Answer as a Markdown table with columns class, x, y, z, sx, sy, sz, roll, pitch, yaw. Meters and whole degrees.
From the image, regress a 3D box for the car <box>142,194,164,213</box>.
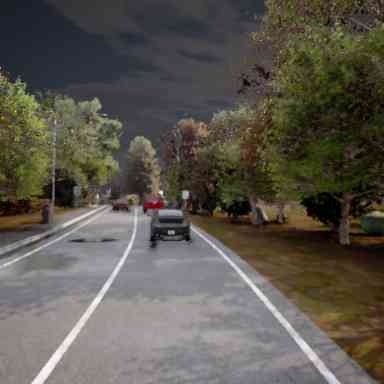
| class | x | y | z | sx | sy | sz | roll | pitch | yaw |
| --- | --- | --- | --- | --- | --- | --- | --- | --- | --- |
| car | -4.336 | 1.249 | 37.113 | 2.150 | 2.045 | 5.566 | 1 | 0 | -10 |

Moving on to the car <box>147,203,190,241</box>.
| class | x | y | z | sx | sy | sz | roll | pitch | yaw |
| --- | --- | --- | --- | --- | --- | --- | --- | --- | --- |
| car | -1.192 | 1.524 | 16.900 | 1.837 | 1.490 | 4.892 | 1 | 0 | -7 |

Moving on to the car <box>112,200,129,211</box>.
| class | x | y | z | sx | sy | sz | roll | pitch | yaw |
| --- | --- | --- | --- | --- | --- | --- | --- | --- | --- |
| car | -8.684 | 1.590 | 40.818 | 1.895 | 1.301 | 4.718 | 1 | 0 | -9 |
